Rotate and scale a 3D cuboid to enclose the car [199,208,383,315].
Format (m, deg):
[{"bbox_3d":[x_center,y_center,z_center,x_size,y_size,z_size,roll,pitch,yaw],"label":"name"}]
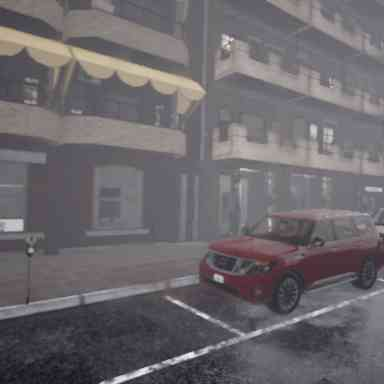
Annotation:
[{"bbox_3d":[2.578,1.381,7.904,5.009,1.841,2.192,1,1,-35],"label":"car"}]
